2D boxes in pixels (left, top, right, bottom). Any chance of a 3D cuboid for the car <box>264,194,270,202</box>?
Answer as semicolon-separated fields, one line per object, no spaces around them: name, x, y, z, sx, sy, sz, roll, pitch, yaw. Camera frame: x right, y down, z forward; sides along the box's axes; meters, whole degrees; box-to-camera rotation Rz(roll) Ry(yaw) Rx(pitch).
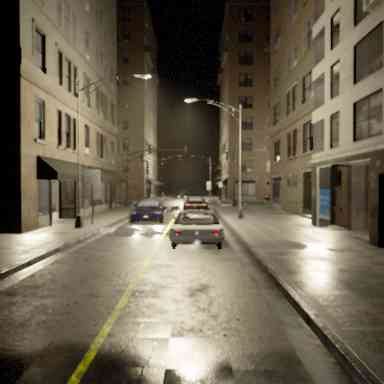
car;12.524;0.535;45.532;5.009;1.841;2.192;0;1;0

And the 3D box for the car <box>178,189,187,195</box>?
car;-2.302;0.014;79.210;2.097;1.767;4.553;0;1;0

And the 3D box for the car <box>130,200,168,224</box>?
car;-2.633;1.186;20.999;1.994;1.385;4.181;0;1;0

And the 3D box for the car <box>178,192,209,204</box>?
car;0.249;1.040;25.363;2.128;1.511;4.902;0;1;0

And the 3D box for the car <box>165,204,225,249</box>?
car;0.179;1.359;13.275;1.895;1.301;4.718;0;1;0
